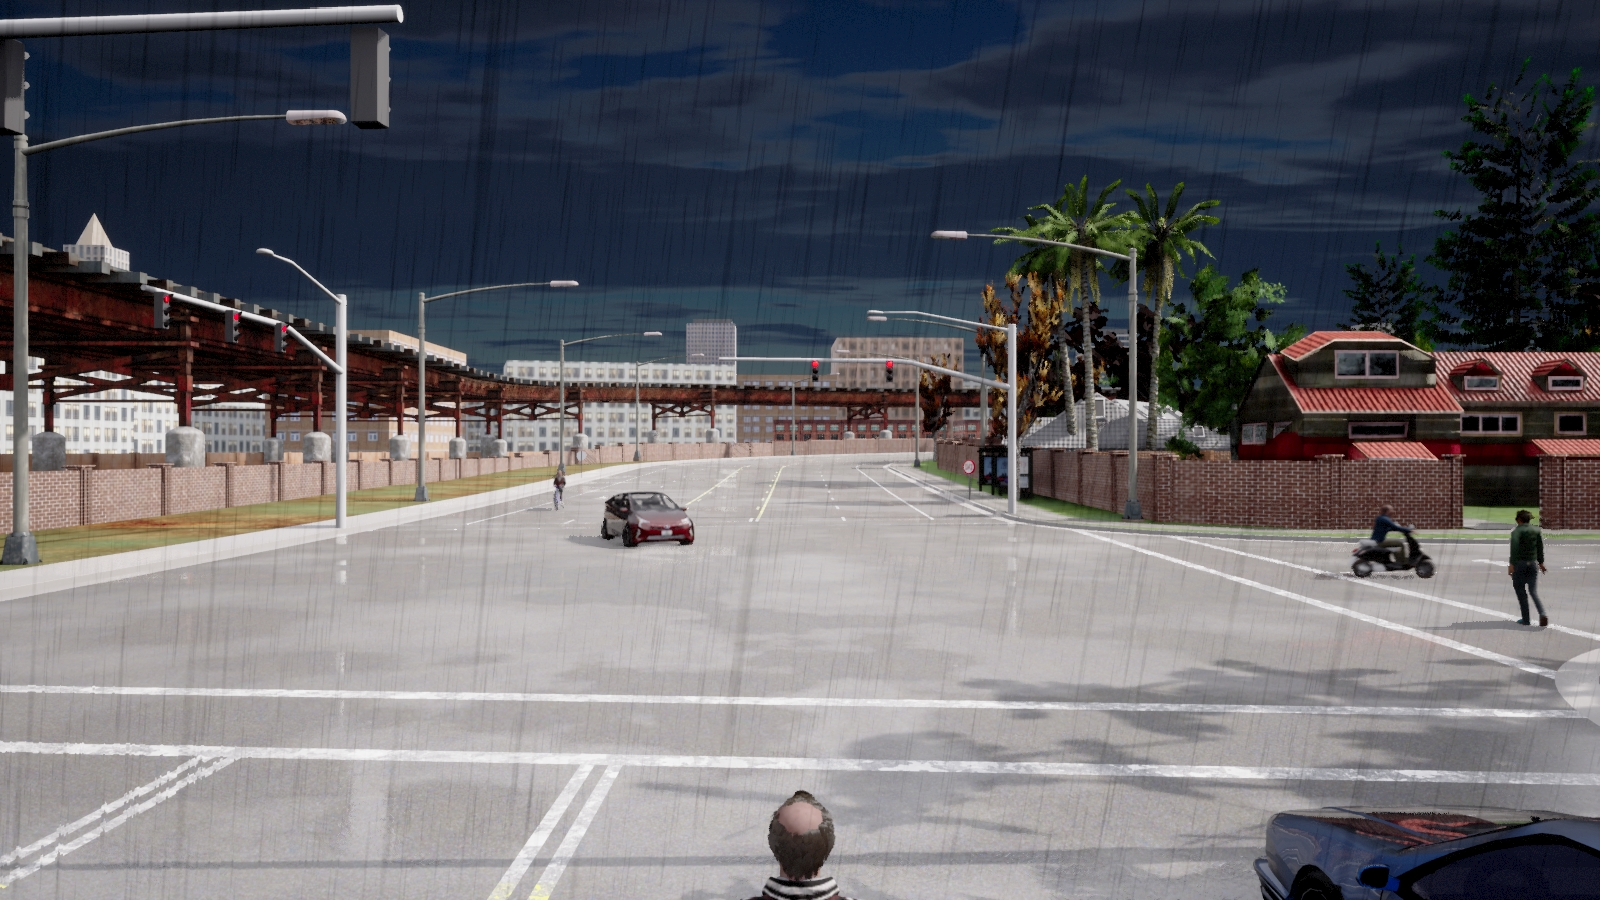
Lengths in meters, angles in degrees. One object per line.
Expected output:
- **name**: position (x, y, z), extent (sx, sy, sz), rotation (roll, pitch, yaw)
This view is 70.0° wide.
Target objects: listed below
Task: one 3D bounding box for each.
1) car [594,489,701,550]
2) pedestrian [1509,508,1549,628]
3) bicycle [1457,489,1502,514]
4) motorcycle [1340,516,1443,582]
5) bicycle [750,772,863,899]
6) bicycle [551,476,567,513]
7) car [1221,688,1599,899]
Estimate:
- **car**: position (-4.634, 2.017, 34.126), extent (2.007, 1.525, 4.514), rotation (0, 0, -24)
- **pedestrian**: position (11.501, 1.848, 18.029), extent (0.375, 1.860, 0.375), rotation (0, 0, -5)
- **bicycle**: position (29.964, 2.256, 50.421), extent (1.487, 1.080, 0.859), rotation (0, 0, -1)
- **motorcycle**: position (12.862, 2.135, 24.875), extent (1.805, 1.341, 0.856), rotation (0, 0, 4)
- **bicycle**: position (0.019, 2.048, 3.681), extent (0.329, 1.496, 1.835), rotation (0, 0, 0)
- **bicycle**: position (-10.521, 1.927, 49.842), extent (0.329, 1.496, 1.835), rotation (0, 0, 0)
- **car**: position (3.467, 2.106, 4.038), extent (2.033, 1.411, 5.357), rotation (0, 0, 1)
